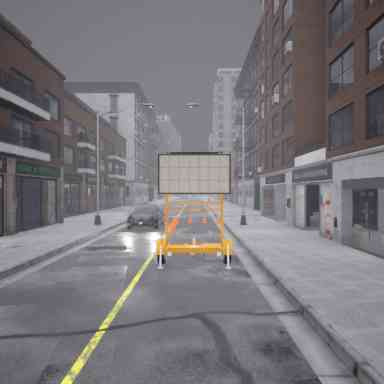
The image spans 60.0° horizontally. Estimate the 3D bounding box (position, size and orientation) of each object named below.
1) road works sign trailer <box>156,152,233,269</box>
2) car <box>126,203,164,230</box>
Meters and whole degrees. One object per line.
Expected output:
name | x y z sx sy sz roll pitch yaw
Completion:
road works sign trailer | 0.080 0.463 11.159 2.380 3.560 2.880 0 0 0
car | -2.849 1.501 20.941 1.837 1.490 4.892 0 0 0
